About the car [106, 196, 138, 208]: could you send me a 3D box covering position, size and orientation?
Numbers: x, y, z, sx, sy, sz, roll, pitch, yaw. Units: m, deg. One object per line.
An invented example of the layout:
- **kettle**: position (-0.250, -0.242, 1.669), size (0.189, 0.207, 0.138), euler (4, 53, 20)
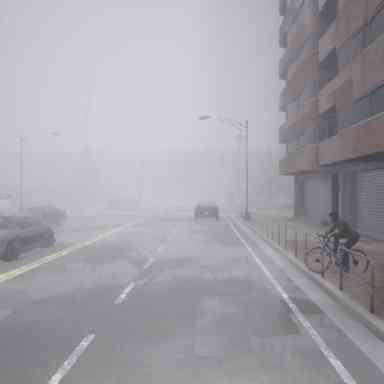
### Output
- **car**: position (-9.974, 1.343, 47.114), size (4.553, 1.767, 2.097), euler (0, 0, 27)

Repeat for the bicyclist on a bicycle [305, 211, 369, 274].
- **bicyclist on a bicycle**: position (3.778, 1.338, 8.597), size (1.656, 1.620, 0.582), euler (4, 1, 2)

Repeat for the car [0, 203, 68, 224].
- **car**: position (-9.725, 1.548, 21.062), size (2.033, 1.411, 5.357), euler (0, 0, 3)

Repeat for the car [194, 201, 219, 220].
- **car**: position (1.221, 1.478, 27.784), size (1.882, 1.535, 5.008), euler (0, 0, 2)

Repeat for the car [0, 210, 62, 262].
- **car**: position (-6.641, 1.564, 11.934), size (1.994, 1.385, 4.181), euler (0, 0, 3)
